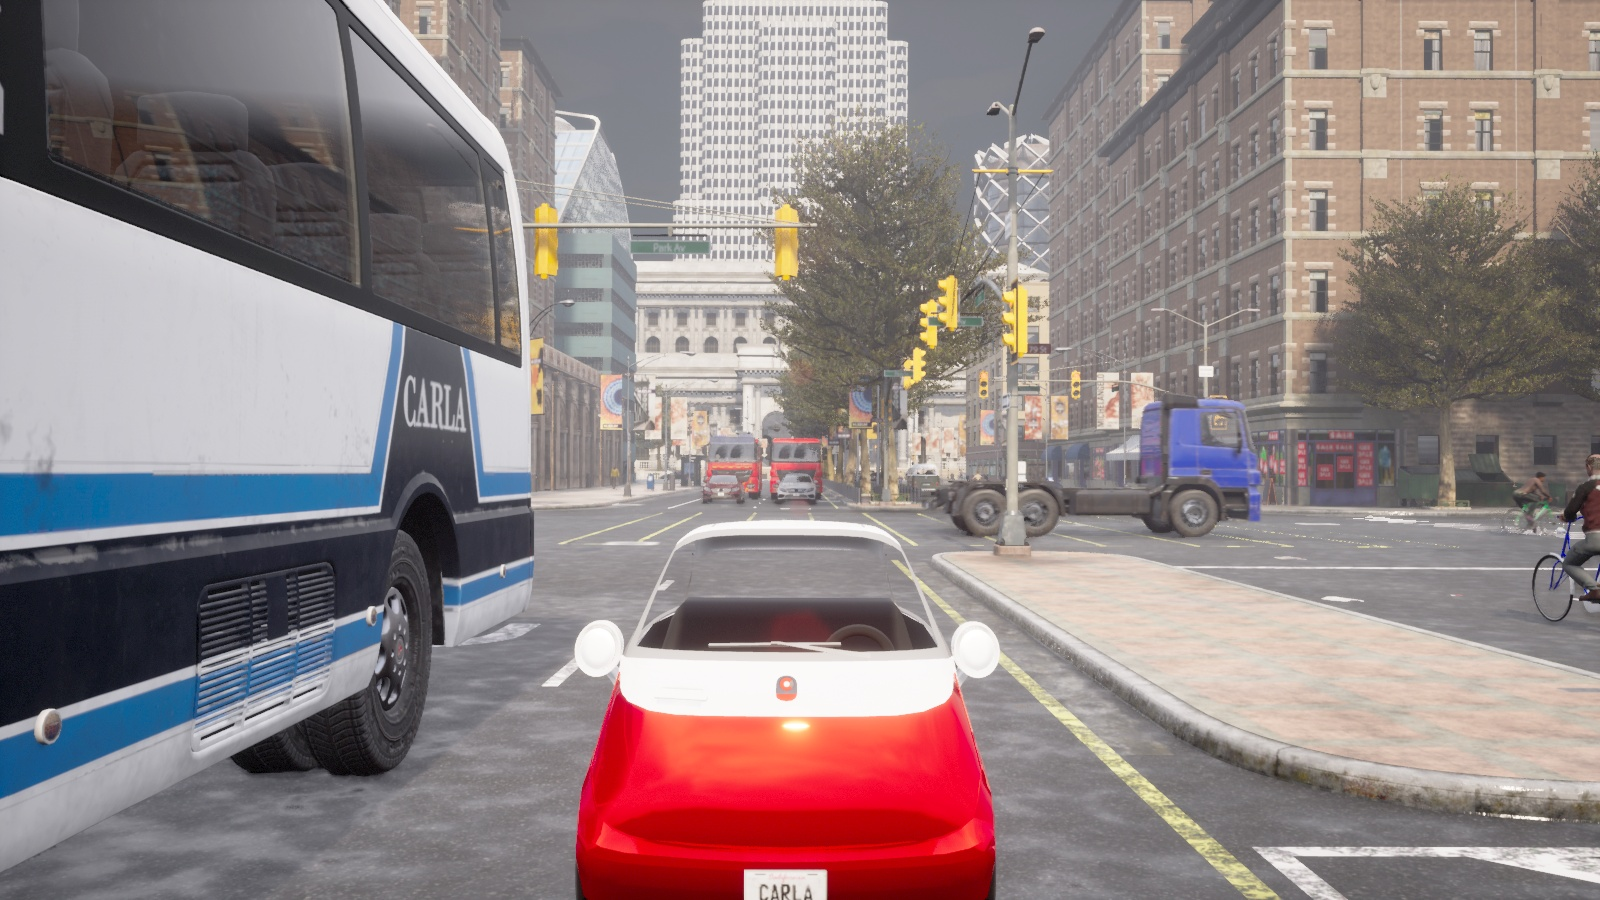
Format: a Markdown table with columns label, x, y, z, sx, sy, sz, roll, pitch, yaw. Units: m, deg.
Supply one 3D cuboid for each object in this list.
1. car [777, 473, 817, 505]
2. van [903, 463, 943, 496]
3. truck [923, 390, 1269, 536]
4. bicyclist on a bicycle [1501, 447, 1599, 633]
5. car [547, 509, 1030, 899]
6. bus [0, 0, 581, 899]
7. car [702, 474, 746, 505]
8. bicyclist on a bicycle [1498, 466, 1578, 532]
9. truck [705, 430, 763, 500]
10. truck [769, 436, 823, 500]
| label | x | y | z | sx | sy | sz | roll | pitch | yaw |
| --- | --- | --- | --- | --- | --- | --- | --- | --- | --- |
| car | -0.118 | 1.859 | 60.803 | 1.812 | 1.442 | 4.674 | 0 | -1 | 1 |
| van | 7.779 | 1.839 | 79.551 | 2.069 | 2.038 | 4.480 | 0 | -1 | 0 |
| truck | 7.210 | 0.330 | 31.441 | 7.936 | 3.462 | 2.891 | 0 | -1 | 0 |
| bicyclist on a bicycle | 7.942 | 0.866 | 12.700 | 0.659 | 1.776 | 1.843 | 0 | -1 | 0 |
| car | -0.039 | 0.953 | 4.966 | 1.481 | 1.376 | 2.207 | 0 | -1 | 0 |
| bus | -3.542 | -0.482 | 3.917 | 3.944 | 4.253 | 10.273 | 0 | -1 | 0 |
| car | -3.653 | 1.877 | 61.008 | 1.812 | 1.442 | 4.674 | 0 | -1 | 1 |
| bicyclist on a bicycle | 18.517 | 1.221 | 31.517 | 1.656 | 1.620 | 0.582 | 0 | -1 | 0 |
| truck | -3.707 | 0.879 | 72.521 | 2.891 | 3.827 | 8.468 | 0 | -1 | 0 |
| truck | -0.204 | 1.037 | 71.874 | 2.891 | 3.462 | 7.936 | 0 | -1 | 0 |
